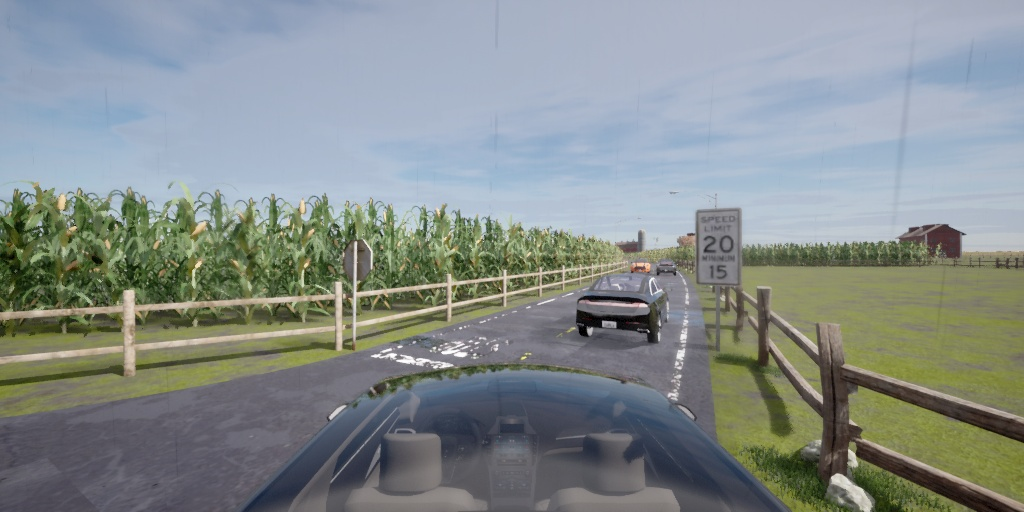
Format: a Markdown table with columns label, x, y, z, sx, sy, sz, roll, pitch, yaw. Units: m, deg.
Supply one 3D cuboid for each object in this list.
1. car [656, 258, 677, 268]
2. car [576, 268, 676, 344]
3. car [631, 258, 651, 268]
| label | x | y | z | sx | sy | sz | roll | pitch | yaw |
| --- | --- | --- | --- | --- | --- | --- | --- | --- | --- |
| car | 16.256 | 1.244 | 37.710 | 2.128 | 1.511 | 4.902 | 0 | 0 | 24 |
| car | 3.170 | 1.244 | 9.776 | 2.128 | 1.511 | 4.902 | 0 | 0 | 27 |
| car | 15.432 | 1.099 | 42.909 | 2.097 | 1.767 | 4.553 | 0 | 0 | 22 |
